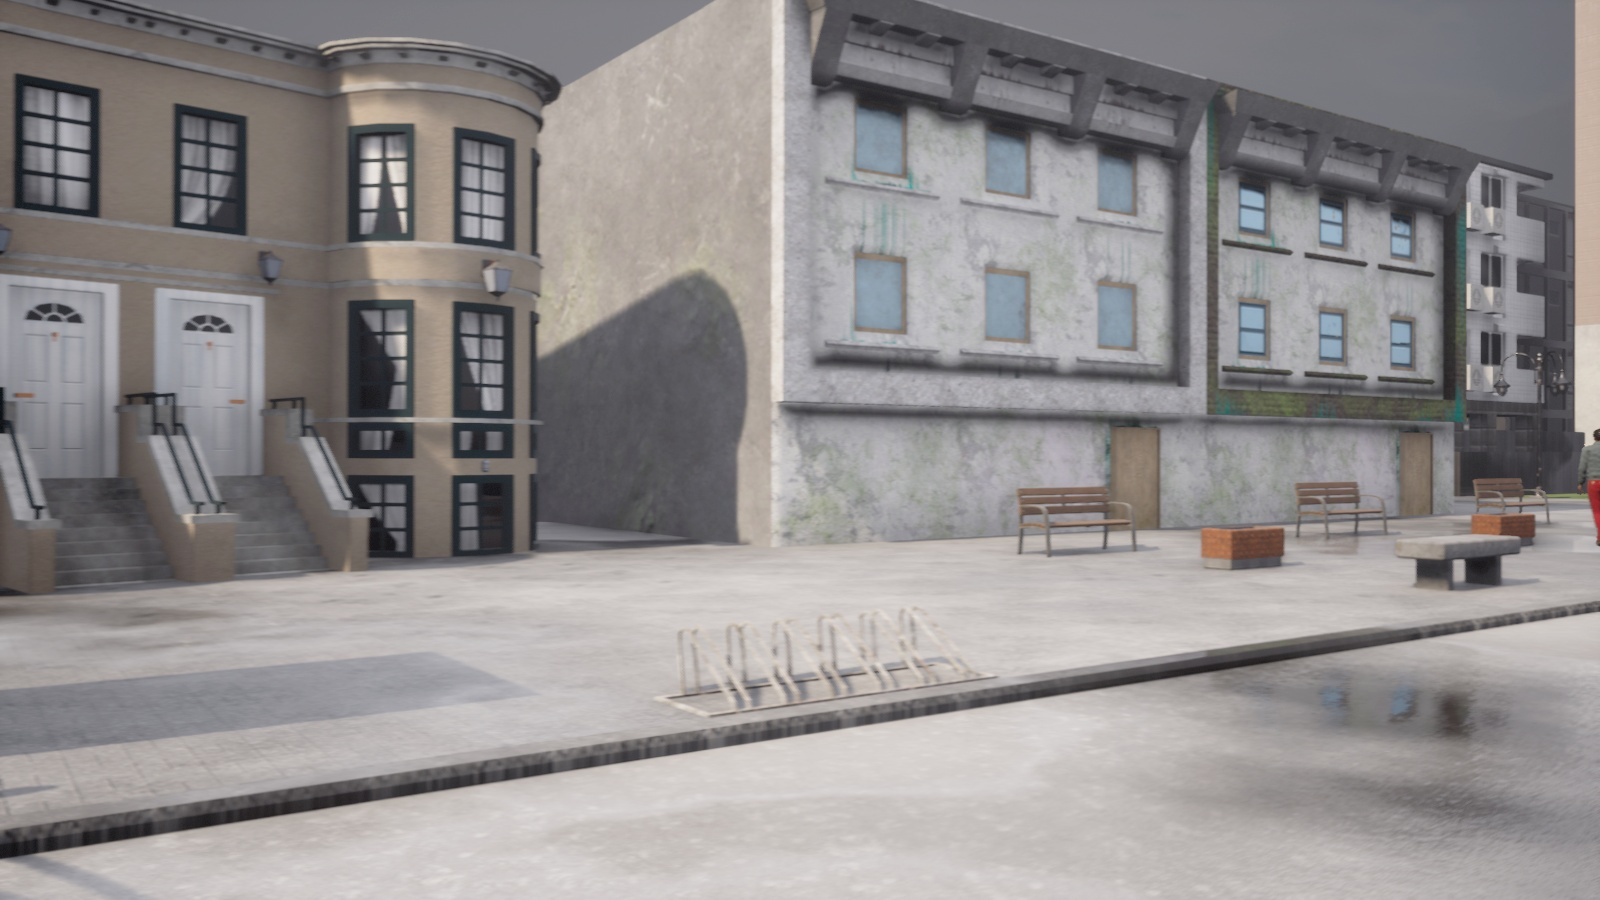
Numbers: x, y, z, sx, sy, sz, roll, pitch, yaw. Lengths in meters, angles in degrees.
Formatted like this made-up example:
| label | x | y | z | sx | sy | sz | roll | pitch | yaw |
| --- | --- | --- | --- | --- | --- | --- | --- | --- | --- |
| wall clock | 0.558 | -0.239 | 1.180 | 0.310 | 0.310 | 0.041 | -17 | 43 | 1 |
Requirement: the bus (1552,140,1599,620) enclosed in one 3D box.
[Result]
| label | x | y | z | sx | sy | sz | roll | pitch | yaw |
| --- | --- | --- | --- | --- | --- | --- | --- | --- | --- |
| bus | 12.208 | -0.626 | 12.768 | 10.273 | 4.253 | 3.944 | 0 | 0 | -35 |

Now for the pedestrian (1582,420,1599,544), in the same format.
| label | x | y | z | sx | sy | sz | roll | pitch | yaw |
| --- | --- | --- | --- | --- | --- | --- | --- | --- | --- |
| pedestrian | 12.087 | 0.475 | 18.992 | 0.353 | 1.847 | 0.614 | 0 | 0 | 24 |
